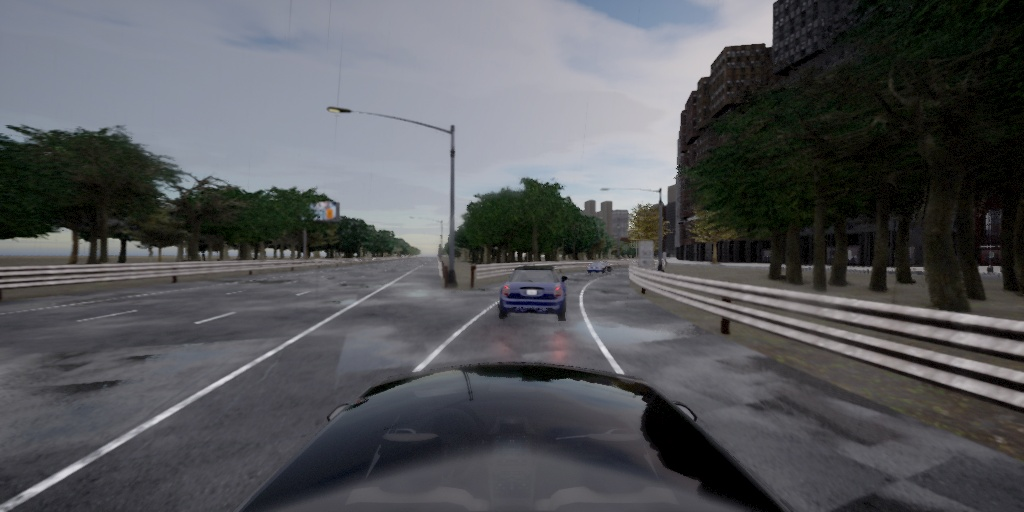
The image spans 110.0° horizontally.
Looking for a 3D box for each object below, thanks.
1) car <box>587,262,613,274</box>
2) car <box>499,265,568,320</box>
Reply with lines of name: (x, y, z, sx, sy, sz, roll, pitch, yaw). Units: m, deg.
car: (10.164, 1.345, 41.284, 2.033, 1.411, 5.357, 0, 0, 29)
car: (0.895, 1.110, 12.871, 2.097, 1.767, 4.553, 1, 0, 8)
